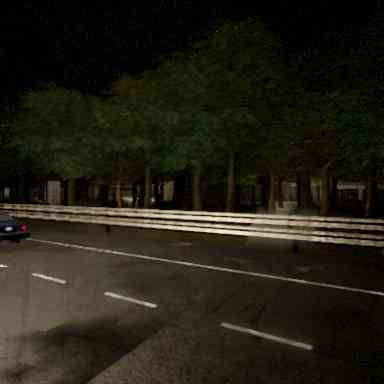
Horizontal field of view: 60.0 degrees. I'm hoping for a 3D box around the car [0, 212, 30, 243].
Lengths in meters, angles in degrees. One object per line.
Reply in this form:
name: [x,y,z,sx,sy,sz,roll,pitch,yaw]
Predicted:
car: [-9.398,1.550,14.875,5.357,1.411,2.033,0,0,36]
